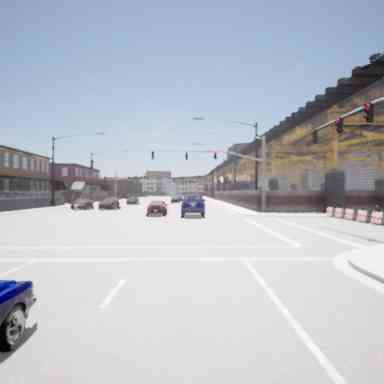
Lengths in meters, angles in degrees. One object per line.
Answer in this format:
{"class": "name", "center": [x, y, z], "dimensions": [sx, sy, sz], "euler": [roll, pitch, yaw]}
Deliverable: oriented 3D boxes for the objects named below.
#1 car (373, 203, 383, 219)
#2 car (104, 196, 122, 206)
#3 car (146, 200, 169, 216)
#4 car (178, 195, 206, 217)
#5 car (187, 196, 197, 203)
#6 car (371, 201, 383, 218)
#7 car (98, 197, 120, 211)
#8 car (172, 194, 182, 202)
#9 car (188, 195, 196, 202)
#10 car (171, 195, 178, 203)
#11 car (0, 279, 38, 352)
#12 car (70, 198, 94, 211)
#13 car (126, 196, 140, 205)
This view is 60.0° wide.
{"class": "car", "center": [15.933, 1.489, 26.450], "dimensions": [2.038, 1.542, 4.974], "euler": [0, 0, 44]}
{"class": "car", "center": [-14.055, 1.572, 59.308], "dimensions": [2.128, 1.511, 4.902], "euler": [0, 0, 0]}
{"class": "car", "center": [-3.415, 1.572, 33.364], "dimensions": [1.812, 1.442, 4.674], "euler": [0, 0, 0]}
{"class": "car", "center": [0.100, 1.265, 31.508], "dimensions": [2.150, 2.045, 5.566], "euler": [0, 0, 0]}
{"class": "car", "center": [-0.001, 1.648, 70.668], "dimensions": [1.994, 1.385, 4.181], "euler": [0, 0, 0]}
{"class": "car", "center": [15.969, 1.331, 26.488], "dimensions": [1.853, 1.218, 4.536], "euler": [0, 0, 44]}
{"class": "car", "center": [-10.586, 1.537, 42.760], "dimensions": [1.882, 1.535, 5.008], "euler": [0, 0, 0]}
{"class": "car", "center": [-3.501, 1.449, 79.352], "dimensions": [2.097, 1.767, 4.553], "euler": [0, 0, 0]}
{"class": "car", "center": [-0.001, 1.572, 79.382], "dimensions": [1.882, 1.535, 5.008], "euler": [0, 0, 0]}
{"class": "car", "center": [-3.501, 1.635, 70.043], "dimensions": [2.033, 1.411, 5.357], "euler": [0, 0, 0]}
{"class": "car", "center": [-3.419, 1.606, 3.236], "dimensions": [1.895, 1.301, 4.718], "euler": [0, 0, 0]}
{"class": "car", "center": [-14.082, 1.550, 42.902], "dimensions": [2.128, 1.511, 4.902], "euler": [0, 0, 0]}
{"class": "car", "center": [-10.540, 1.586, 59.435], "dimensions": [1.837, 1.490, 4.892], "euler": [0, 0, 1]}
